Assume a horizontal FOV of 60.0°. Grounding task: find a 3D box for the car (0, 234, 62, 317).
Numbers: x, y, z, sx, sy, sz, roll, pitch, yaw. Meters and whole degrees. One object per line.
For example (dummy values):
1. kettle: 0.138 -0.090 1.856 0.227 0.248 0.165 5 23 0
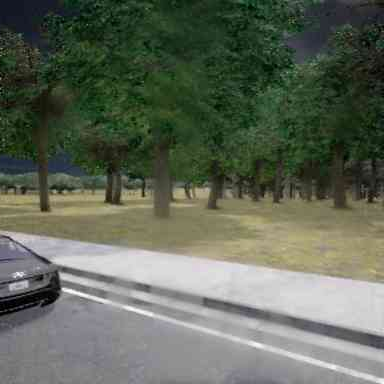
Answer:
1. car: -4.568 1.562 6.822 4.181 1.385 1.994 0 0 36
